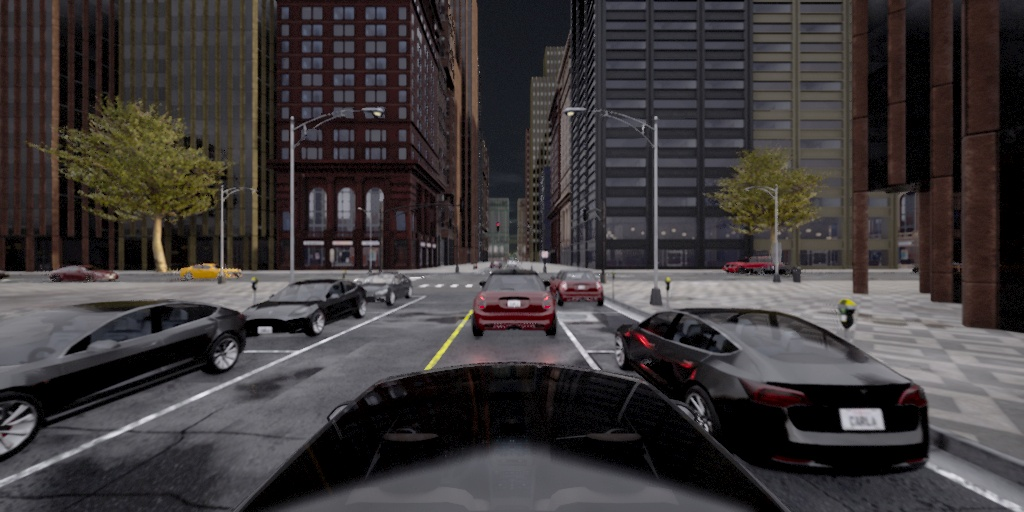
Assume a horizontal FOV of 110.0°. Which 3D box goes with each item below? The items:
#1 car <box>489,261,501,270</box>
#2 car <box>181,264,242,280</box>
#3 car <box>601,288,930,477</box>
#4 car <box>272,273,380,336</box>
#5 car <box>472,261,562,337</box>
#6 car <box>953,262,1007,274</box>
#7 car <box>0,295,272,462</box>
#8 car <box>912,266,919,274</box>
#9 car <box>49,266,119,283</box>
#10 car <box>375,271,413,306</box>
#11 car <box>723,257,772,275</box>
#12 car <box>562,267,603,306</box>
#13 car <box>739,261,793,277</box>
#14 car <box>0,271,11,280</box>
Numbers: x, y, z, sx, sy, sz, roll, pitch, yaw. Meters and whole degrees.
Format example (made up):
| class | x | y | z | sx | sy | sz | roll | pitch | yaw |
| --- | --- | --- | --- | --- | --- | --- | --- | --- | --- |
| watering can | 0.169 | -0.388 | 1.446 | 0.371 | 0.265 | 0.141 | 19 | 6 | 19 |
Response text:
| class | x | y | z | sx | sy | sz | roll | pitch | yaw |
| --- | --- | --- | --- | --- | --- | --- | --- | --- | --- |
| car | -3.010 | 1.674 | 64.761 | 1.812 | 1.442 | 4.674 | 0 | 0 | 0 |
| car | -28.653 | 1.503 | 34.266 | 5.008 | 1.535 | 1.882 | 0 | 0 | 0 |
| car | 2.764 | 1.334 | 4.901 | 1.948 | 1.339 | 4.313 | 0 | 0 | 0 |
| car | -5.756 | 1.367 | 10.541 | 1.948 | 1.339 | 4.313 | 0 | 0 | 0 |
| car | 0.074 | 1.156 | 10.638 | 2.097 | 1.767 | 4.553 | 0 | 0 | 1 |
| car | 48.730 | 1.328 | 37.730 | 5.008 | 1.535 | 1.882 | 0 | 0 | 0 |
| car | -5.761 | 1.334 | 4.905 | 1.948 | 1.339 | 4.313 | 0 | 0 | 0 |
| car | 48.771 | 1.364 | 40.980 | 4.892 | 1.490 | 1.837 | 0 | 0 | 0 |
| car | -37.009 | 1.572 | 31.010 | 4.674 | 1.442 | 1.812 | 0 | 0 | 0 |
| car | -5.752 | 1.386 | 16.178 | 2.007 | 1.370 | 4.403 | 0 | 0 | 0 |
| car | 27.337 | 1.115 | 41.041 | 5.566 | 2.045 | 2.150 | 0 | 0 | 0 |
| car | 2.773 | 1.275 | 16.173 | 1.967 | 1.591 | 4.097 | 0 | 0 | 0 |
| car | 27.194 | 1.490 | 37.793 | 4.718 | 1.301 | 1.895 | 0 | 0 | 0 |
| car | -51.803 | 1.640 | 34.326 | 5.357 | 1.411 | 2.033 | 0 | 0 | 0 |
